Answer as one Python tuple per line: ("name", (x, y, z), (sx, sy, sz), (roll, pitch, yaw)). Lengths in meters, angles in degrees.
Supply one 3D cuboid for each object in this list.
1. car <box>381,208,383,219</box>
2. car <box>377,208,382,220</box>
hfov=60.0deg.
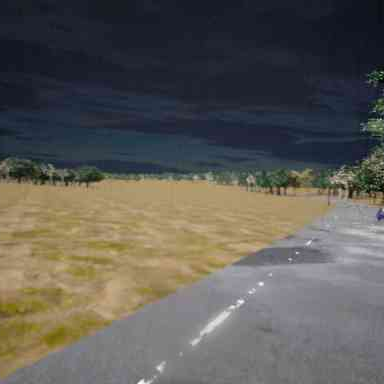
("car", (16.888, 2.293, 26.964), (2.033, 1.411, 5.357), (2, 0, 26))
("car", (22.085, 2.485, 37.692), (1.812, 1.442, 4.674), (2, 0, 26))
